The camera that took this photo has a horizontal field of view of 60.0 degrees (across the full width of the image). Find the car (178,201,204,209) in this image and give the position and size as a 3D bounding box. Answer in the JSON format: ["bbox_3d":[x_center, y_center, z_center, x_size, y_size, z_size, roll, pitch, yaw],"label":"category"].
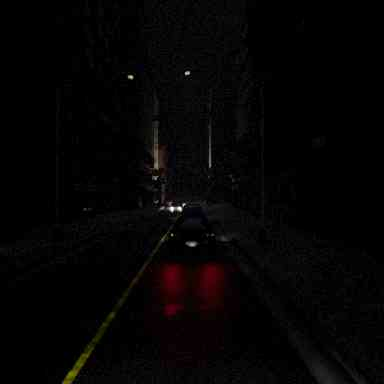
[{"bbox_3d":[0.037,1.776,29.257,1.882,1.535,5.008,0,0,1],"label":"car"}]

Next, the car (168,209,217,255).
[{"bbox_3d":[0.029,1.665,13.907,1.812,1.442,4.674,0,0,1],"label":"car"}]

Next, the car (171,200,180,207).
[{"bbox_3d":[-2.991,2.253,64.810,1.895,1.301,4.718,0,-1,0],"label":"car"}]
